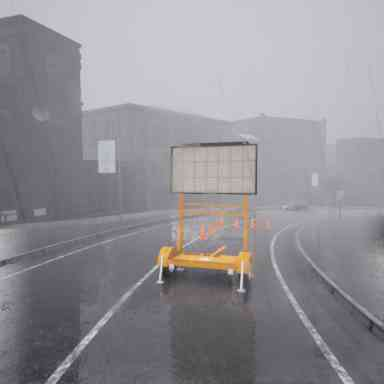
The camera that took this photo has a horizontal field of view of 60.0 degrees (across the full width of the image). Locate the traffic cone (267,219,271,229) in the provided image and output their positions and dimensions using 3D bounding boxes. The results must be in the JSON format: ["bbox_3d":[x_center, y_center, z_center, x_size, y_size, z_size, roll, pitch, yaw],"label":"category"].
[{"bbox_3d":[4.839,2.015,21.031,0.340,0.580,0.340,2,0,14],"label":"traffic cone"}]

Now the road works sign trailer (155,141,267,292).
[{"bbox_3d":[0.610,0.457,9.139,2.380,3.560,2.880,1,0,18],"label":"road works sign trailer"}]

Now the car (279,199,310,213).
[{"bbox_3d":[11.875,1.598,38.447,4.902,1.511,2.128,2,2,-45],"label":"car"}]
